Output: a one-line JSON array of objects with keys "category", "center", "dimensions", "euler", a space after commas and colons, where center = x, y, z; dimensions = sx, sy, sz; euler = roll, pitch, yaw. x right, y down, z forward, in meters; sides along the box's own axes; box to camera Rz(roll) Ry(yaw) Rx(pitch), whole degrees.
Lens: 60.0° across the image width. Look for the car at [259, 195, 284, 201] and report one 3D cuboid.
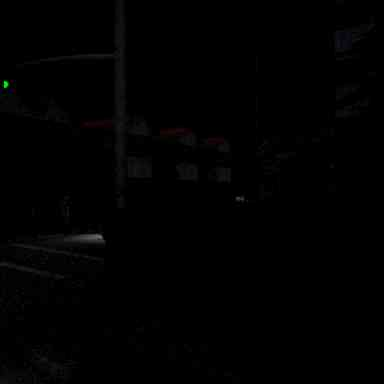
[{"category": "car", "center": [14.174, 1.593, 60.011], "dimensions": [2.150, 2.045, 5.566], "euler": [-1, 0, -35]}]
